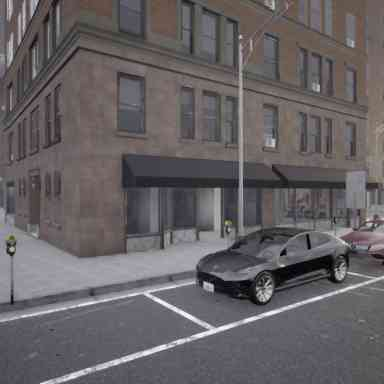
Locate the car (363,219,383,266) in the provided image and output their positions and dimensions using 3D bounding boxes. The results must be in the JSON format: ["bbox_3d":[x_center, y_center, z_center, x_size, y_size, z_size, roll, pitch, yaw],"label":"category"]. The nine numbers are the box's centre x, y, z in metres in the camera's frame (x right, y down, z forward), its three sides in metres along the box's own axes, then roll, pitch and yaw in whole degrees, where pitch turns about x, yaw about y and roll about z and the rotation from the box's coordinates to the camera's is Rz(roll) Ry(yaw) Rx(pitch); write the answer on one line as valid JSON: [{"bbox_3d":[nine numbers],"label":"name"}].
[{"bbox_3d":[6.565,1.582,11.287,4.206,1.307,1.802,0,0,-36],"label":"car"}]

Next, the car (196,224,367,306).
[{"bbox_3d":[2.103,1.565,8.069,4.313,1.339,1.947,0,0,-36],"label":"car"}]
